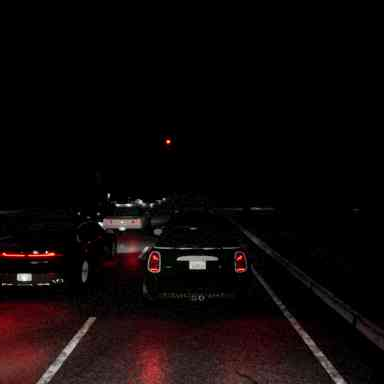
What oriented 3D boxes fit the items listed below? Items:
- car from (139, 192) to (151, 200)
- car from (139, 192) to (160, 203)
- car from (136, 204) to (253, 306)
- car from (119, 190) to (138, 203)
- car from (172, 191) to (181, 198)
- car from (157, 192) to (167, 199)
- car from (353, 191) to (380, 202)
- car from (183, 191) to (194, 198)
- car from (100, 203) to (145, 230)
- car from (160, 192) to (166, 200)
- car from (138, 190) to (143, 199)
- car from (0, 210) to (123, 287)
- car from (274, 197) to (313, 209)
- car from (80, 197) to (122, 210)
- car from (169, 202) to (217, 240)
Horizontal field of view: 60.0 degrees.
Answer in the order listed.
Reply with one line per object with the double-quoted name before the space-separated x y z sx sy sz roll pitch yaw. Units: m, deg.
"car" -10.678 0.870 75.517 2.128 1.511 4.902 0 1 -1
"car" -7.129 1.106 56.056 2.033 1.411 5.357 0 1 0
"car" 0.098 1.323 8.118 2.097 1.767 4.553 0 0 0
"car" -10.627 0.929 53.912 2.097 1.767 4.553 0 0 0
"car" -4.046 0.693 85.626 1.837 1.490 4.892 0 1 -4
"car" -7.346 0.807 81.097 2.033 1.411 5.357 0 1 -2
"car" 21.927 0.923 39.732 5.566 2.045 2.150 0 1 -3
"car" -0.571 0.709 86.123 1.812 1.442 4.674 0 1 -4
"car" -3.412 1.487 18.496 1.895 1.301 4.718 0 0 0
"car" -7.076 0.973 69.050 2.033 1.411 5.357 0 1 0
"car" -10.595 0.691 64.974 2.150 2.045 5.566 0 1 0
"car" -3.403 1.468 9.175 1.837 1.490 4.892 0 0 0
"car" 12.176 1.307 39.178 4.718 1.301 1.895 0 1 -3
"car" -7.115 1.373 25.437 2.033 1.411 5.357 0 1 0
"car" 0.083 1.388 17.315 2.128 1.511 4.902 0 0 1
